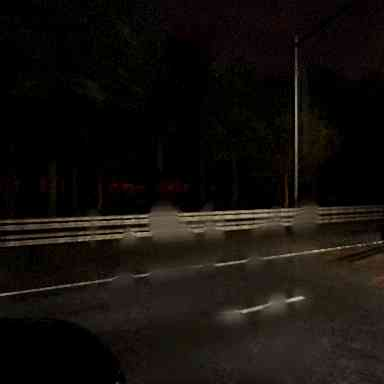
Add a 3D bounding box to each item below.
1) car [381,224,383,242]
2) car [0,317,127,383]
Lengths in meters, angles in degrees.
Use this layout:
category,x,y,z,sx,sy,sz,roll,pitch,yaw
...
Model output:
category,x,y,z,sx,sy,sz,roll,pitch,yaw
car,9.571,1.486,13.328,4.892,1.490,1.837,0,0,-31
car,-2.792,1.493,1.858,4.902,1.511,2.128,0,0,-31
